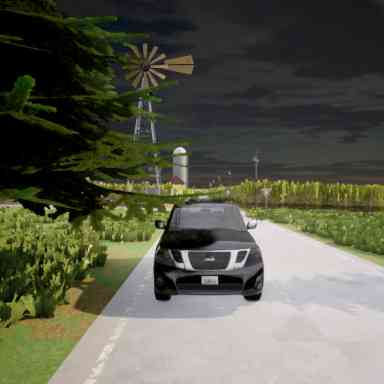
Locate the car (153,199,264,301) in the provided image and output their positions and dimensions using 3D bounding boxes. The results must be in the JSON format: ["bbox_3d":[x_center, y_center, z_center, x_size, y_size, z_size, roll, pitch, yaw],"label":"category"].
[{"bbox_3d":[0.334,1.221,8.691,2.150,2.045,5.566,0,0,0],"label":"car"}]
